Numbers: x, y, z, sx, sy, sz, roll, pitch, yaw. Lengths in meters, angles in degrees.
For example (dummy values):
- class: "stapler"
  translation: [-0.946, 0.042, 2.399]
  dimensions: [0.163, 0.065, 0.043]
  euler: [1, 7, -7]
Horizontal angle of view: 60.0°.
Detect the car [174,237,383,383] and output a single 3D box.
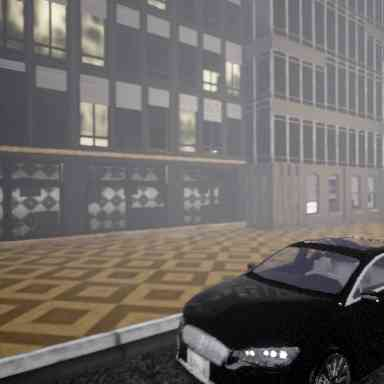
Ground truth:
- class: "car"
  translation: [2.061, 1.486, 4.831]
  dimensions: [4.902, 1.511, 2.128]
  euler: [0, 0, -35]
